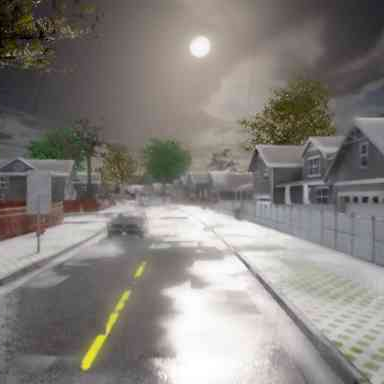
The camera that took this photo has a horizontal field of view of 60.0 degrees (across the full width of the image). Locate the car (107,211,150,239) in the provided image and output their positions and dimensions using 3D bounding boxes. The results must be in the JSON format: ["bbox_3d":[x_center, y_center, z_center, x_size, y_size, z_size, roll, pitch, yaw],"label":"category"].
[{"bbox_3d":[-3.396,1.744,18.422,1.895,1.301,4.718,0,0,-3],"label":"car"}]

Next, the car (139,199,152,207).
[{"bbox_3d":[-8.392,1.980,59.783,2.128,1.511,4.902,0,0,-10],"label":"car"}]
